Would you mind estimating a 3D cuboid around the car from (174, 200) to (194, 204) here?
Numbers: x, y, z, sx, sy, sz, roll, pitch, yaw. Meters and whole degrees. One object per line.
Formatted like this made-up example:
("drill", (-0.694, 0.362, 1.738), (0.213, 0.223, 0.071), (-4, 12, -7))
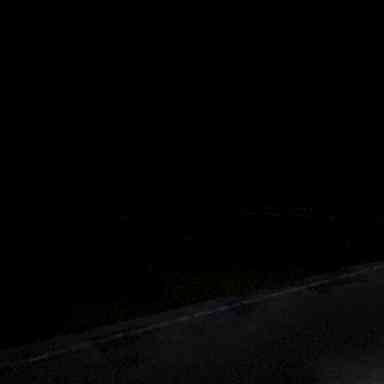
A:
("car", (-1.059, 1.780, 45.770), (1.994, 1.385, 4.181), (0, 0, -35))
